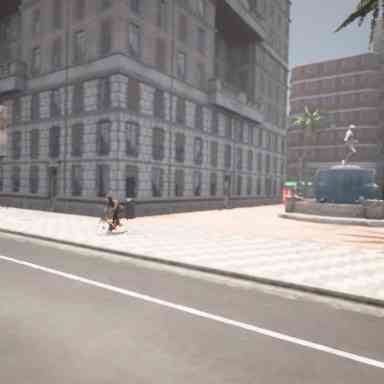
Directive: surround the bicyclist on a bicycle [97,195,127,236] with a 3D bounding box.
[{"bbox_3d":[-3.251,0.968,13.654,0.582,1.620,1.656,2,2,35],"label":"bicyclist on a bicycle"}]
